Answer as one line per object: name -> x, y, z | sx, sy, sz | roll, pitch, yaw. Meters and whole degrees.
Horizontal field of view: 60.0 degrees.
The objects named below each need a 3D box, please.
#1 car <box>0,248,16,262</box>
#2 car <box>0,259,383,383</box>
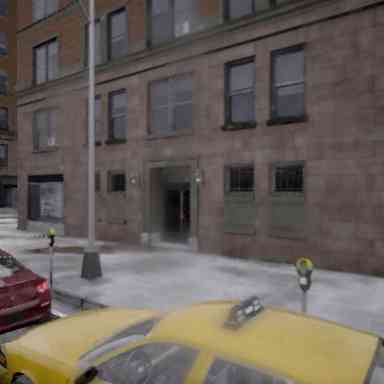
car -> -4.090, 1.553, 5.723 | 4.206, 1.307, 1.802 | 0, 0, 35
car -> 0.180, 1.519, 2.681 | 4.829, 1.417, 1.752 | 0, 0, 35
